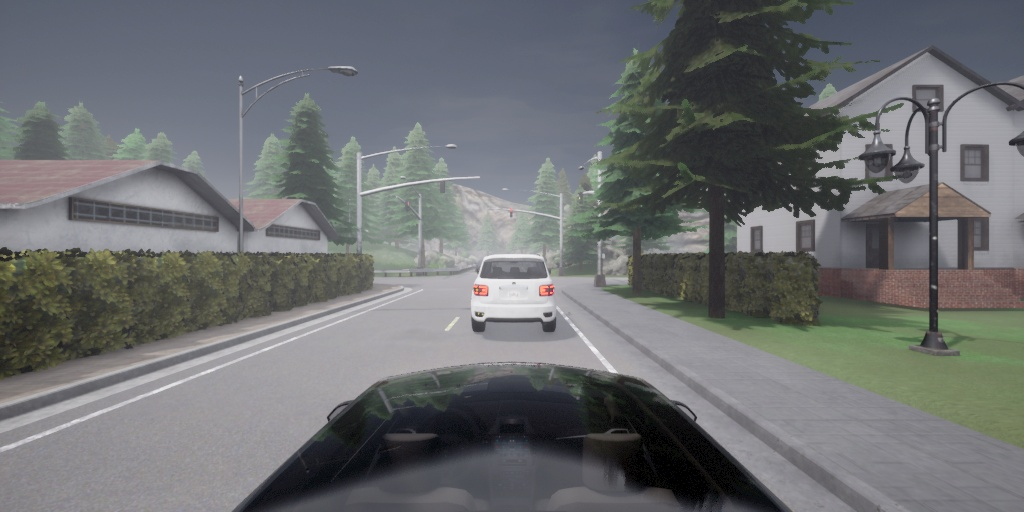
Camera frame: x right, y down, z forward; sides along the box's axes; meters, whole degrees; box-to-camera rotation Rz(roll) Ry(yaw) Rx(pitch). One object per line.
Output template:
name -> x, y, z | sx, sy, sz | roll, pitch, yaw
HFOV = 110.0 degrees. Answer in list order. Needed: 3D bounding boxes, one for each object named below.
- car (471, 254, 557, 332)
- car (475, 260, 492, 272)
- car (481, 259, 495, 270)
car -> 0.058, 0.971, 10.960 | 2.150, 2.045, 5.566 | 0, 0, 0
car -> -3.629, 1.254, 46.033 | 1.837, 1.490, 4.892 | 0, 0, 0
car -> -3.634, 1.275, 55.270 | 1.812, 1.442, 4.674 | 0, 0, 0
